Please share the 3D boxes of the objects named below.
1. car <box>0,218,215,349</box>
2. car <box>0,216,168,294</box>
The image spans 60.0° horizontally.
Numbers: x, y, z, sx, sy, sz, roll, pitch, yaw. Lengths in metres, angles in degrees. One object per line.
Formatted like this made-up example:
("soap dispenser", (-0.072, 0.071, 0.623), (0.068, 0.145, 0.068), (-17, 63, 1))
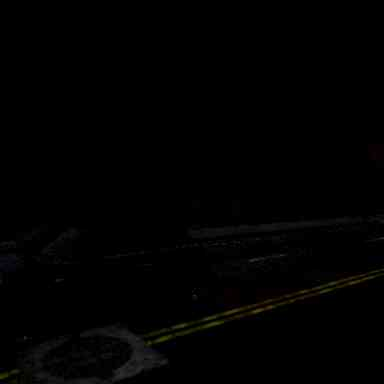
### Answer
("car", (-1.807, 1.354, 6.389), (4.553, 1.767, 2.097), (0, 0, -35))
("car", (-3.481, 1.550, 9.186), (5.357, 1.411, 2.033), (0, 0, -36))
